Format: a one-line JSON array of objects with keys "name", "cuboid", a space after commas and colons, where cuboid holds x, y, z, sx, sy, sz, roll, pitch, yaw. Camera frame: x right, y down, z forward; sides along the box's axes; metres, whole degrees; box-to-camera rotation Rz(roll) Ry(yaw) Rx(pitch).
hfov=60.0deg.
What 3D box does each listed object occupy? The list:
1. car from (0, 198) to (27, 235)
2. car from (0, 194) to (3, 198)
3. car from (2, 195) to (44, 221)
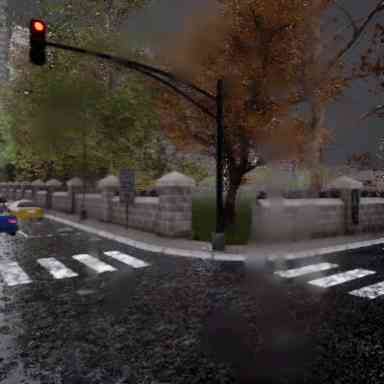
[{"name": "car", "cuboid": [-9.606, 1.246, 15.710, 2.033, 1.411, 5.357, 0, 1, -38]}, {"name": "car", "cuboid": [-20.771, 0.862, 35.325, 2.008, 1.369, 4.403, 1, 0, -36]}, {"name": "car", "cuboid": [-11.098, 1.127, 22.030, 1.752, 1.417, 4.829, 2, 0, -36]}]
